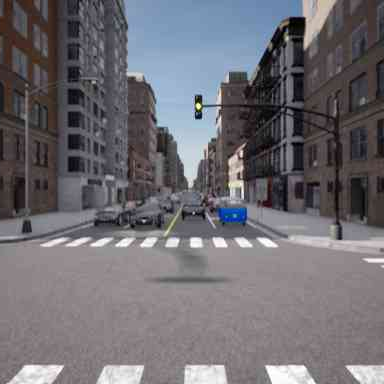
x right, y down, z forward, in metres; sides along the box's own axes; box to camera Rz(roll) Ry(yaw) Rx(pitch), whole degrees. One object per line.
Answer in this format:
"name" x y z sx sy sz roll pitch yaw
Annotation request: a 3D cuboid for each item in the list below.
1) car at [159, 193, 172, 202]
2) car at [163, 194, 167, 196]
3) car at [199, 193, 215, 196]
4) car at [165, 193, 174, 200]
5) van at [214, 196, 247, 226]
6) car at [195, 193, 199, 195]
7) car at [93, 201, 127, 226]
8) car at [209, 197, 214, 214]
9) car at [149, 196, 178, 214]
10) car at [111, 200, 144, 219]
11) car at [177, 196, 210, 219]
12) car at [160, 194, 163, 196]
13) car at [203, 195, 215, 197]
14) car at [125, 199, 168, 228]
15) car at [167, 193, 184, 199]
"car" -5.310 1.045 67.942 2.192 1.841 5.009 0 0 0
"car" -5.329 1.370 50.898 1.947 1.339 4.313 0 0 0
"car" 2.696 1.119 50.894 2.192 1.841 5.009 0 0 0
"car" -5.297 1.120 79.306 1.967 1.590 4.097 0 0 0
"van" 2.663 1.257 22.488 1.690 1.788 3.998 0 0 0
"car" 0.156 1.348 51.808 2.033 1.411 5.357 0 0 0
"car" -5.362 1.467 22.489 2.008 1.369 4.403 0 0 0
"car" 2.676 1.456 33.850 1.802 1.307 4.206 0 0 0
"car" -2.795 1.440 33.334 1.994 1.385 4.181 0 0 1
"car" -5.356 1.440 28.170 1.887 1.381 4.507 0 0 0
"car" 0.131 1.389 27.513 2.128 1.511 4.902 0 0 0
"car" -5.336 1.355 45.046 1.752 1.417 4.829 0 0 0
"car" 2.689 1.411 45.213 1.802 1.307 4.206 0 0 0
"car" -2.795 1.425 21.593 1.837 1.490 4.892 0 0 -1
"car" -2.736 1.321 52.781 1.812 1.442 4.674 0 0 1
